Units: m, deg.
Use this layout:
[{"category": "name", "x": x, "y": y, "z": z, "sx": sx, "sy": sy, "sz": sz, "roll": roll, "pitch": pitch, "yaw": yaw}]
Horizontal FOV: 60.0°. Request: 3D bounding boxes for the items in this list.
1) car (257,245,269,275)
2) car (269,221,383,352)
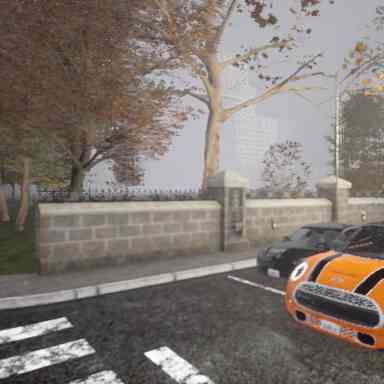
[{"category": "car", "x": 3.732, "y": 1.564, "z": 9.221, "sx": 4.313, "sy": 1.339, "sz": 1.947, "roll": 0, "pitch": 0, "yaw": -36}, {"category": "car", "x": 3.814, "y": 1.350, "z": 6.101, "sx": 4.553, "sy": 1.767, "sz": 2.097, "roll": 0, "pitch": 0, "yaw": -35}]
